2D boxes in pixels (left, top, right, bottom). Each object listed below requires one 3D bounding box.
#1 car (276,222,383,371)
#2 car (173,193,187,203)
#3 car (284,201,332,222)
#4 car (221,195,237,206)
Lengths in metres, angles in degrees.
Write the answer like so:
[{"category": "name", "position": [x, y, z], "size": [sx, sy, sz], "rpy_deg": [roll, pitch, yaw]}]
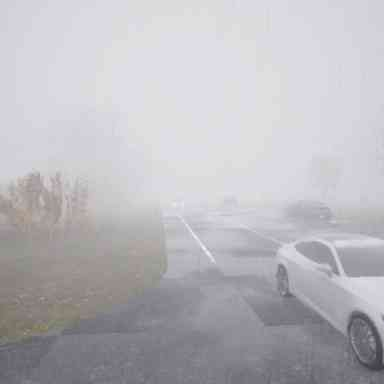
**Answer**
[{"category": "car", "position": [2.930, 1.531, 5.889], "size": [1.812, 1.442, 4.674], "rpy_deg": [0, 0, -5]}, {"category": "car", "position": [-2.440, 1.363, 60.494], "size": [1.895, 1.301, 4.718], "rpy_deg": [0, 0, -4]}, {"category": "car", "position": [8.234, 1.393, 24.091], "size": [2.128, 1.511, 4.902], "rpy_deg": [0, 0, -5]}, {"category": "car", "position": [5.665, 1.286, 51.056], "size": [1.837, 1.490, 4.892], "rpy_deg": [0, 0, -5]}]
